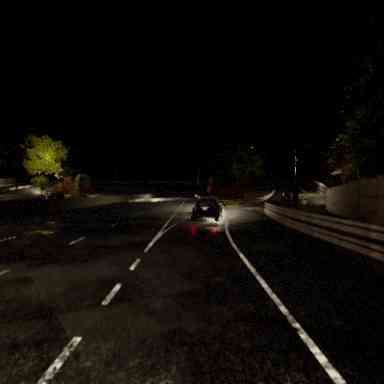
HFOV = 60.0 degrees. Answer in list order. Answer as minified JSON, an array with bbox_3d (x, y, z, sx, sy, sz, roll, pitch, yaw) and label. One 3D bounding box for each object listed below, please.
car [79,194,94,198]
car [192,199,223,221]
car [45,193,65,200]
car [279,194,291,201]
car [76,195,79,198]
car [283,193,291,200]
[{"bbox_3d":[-21.040,1.541,68.399,1.895,1.301,4.718,0,0,0],"label":"car"},{"bbox_3d":[1.345,1.340,27.471,2.097,1.767,4.553,0,-1,10],"label":"car"},{"bbox_3d":[-28.040,1.172,68.395,2.150,2.045,5.566,0,0,0],"label":"car"},{"bbox_3d":[22.790,1.762,82.507,1.812,1.442,4.674,0,3,20],"label":"car"},{"bbox_3d":[-28.050,1.302,84.705,2.097,1.767,4.553,0,0,0],"label":"car"},{"bbox_3d":[26.269,1.174,91.953,2.033,1.411,5.357,0,4,19],"label":"car"}]
